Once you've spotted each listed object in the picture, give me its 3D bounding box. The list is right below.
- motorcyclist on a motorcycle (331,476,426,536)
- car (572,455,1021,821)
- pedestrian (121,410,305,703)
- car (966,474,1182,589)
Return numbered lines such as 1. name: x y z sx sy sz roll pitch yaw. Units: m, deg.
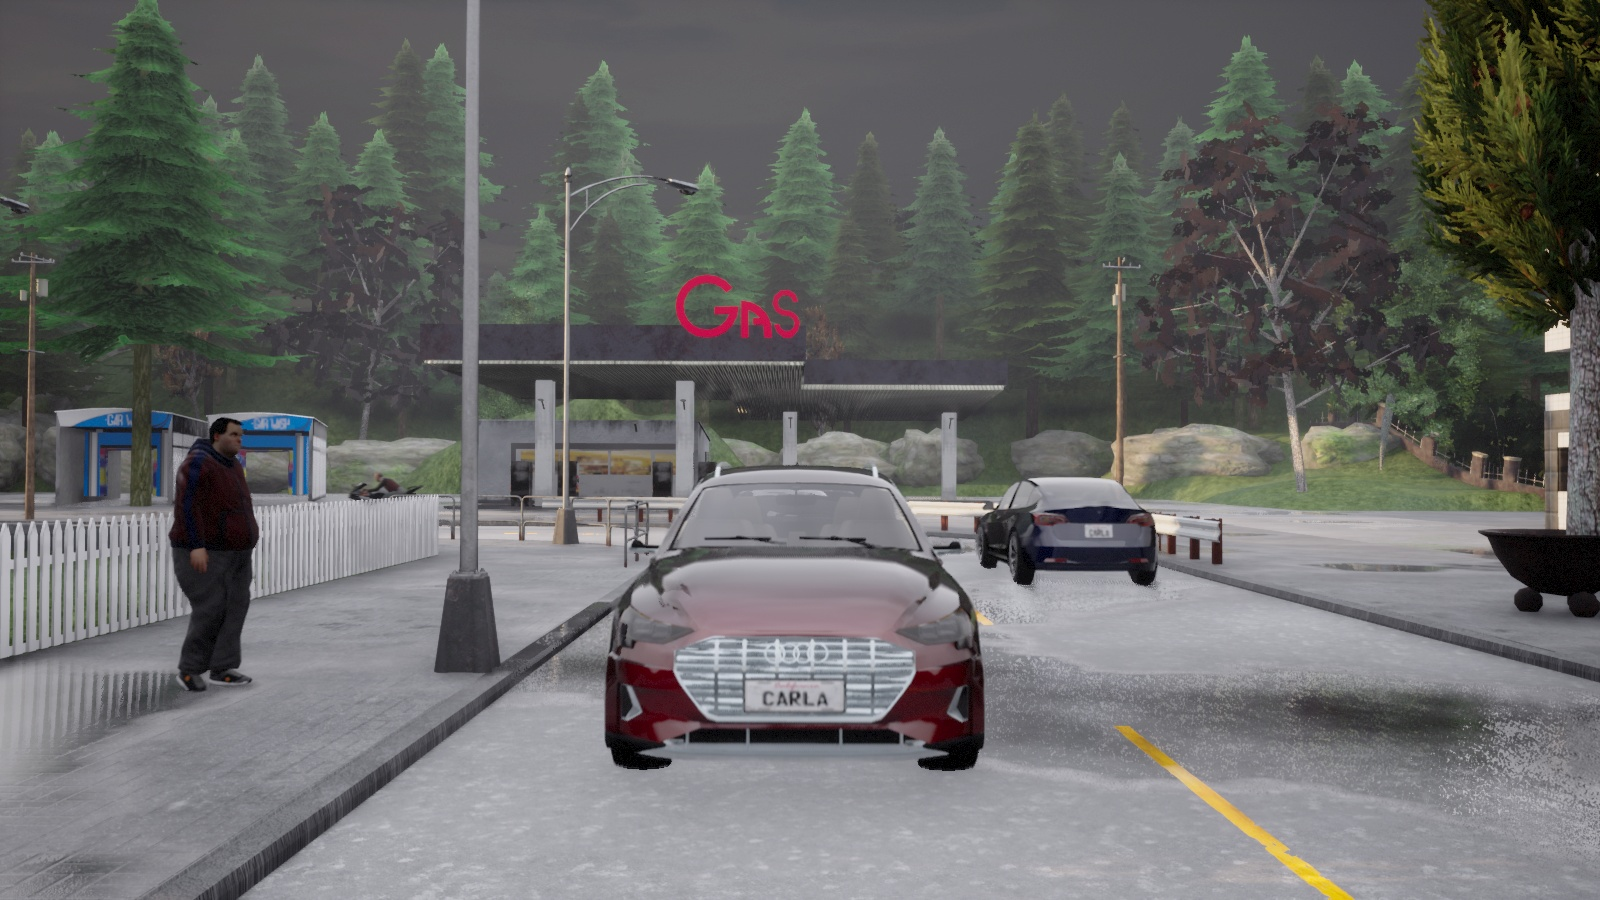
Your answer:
1. motorcyclist on a motorcycle: -11.001 1.444 32.853 2.191 1.530 0.866 0 -1 1
2. car: -0.018 0.880 8.132 2.033 1.649 4.856 0 -1 0
3. pedestrian: -3.878 0.679 8.333 0.899 1.844 0.634 0 -1 12
4. car: 3.927 1.116 18.950 2.163 1.488 4.792 0 -1 -1
